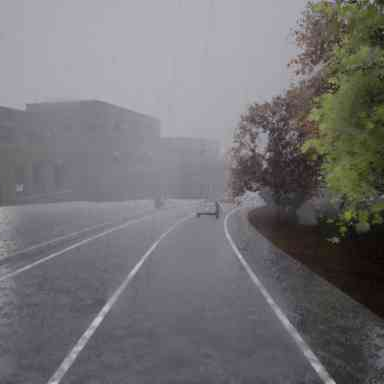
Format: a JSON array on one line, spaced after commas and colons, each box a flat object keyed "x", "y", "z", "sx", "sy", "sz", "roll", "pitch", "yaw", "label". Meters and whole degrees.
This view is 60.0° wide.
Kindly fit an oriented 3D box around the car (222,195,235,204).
[{"x": 5.982, "y": 1.310, "z": 57.698, "sx": 2.033, "sy": 1.411, "sz": 5.357, "roll": 2, "pitch": 1, "yaw": 23, "label": "car"}]

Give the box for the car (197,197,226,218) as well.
[{"x": 1.569, "y": 1.452, "z": 29.010, "sx": 2.033, "sy": 1.411, "sz": 5.357, "roll": 1, "pitch": 0, "yaw": 9, "label": "car"}]
